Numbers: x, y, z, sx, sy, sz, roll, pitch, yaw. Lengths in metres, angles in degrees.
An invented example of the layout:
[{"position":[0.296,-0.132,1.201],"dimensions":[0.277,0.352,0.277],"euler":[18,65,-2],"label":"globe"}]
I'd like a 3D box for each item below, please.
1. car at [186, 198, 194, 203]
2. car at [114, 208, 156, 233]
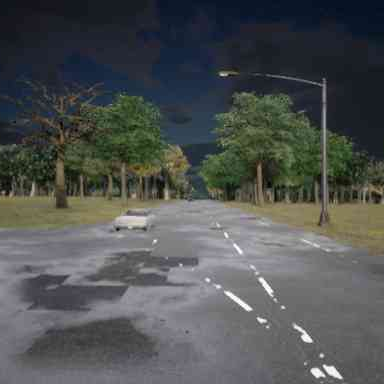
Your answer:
[{"position":[-0.559,2.316,93.757],"dimensions":[1.895,1.301,4.718],"euler":[0,-1,7],"label":"car"},{"position":[-3.390,1.683,20.472],"dimensions":[1.895,1.301,4.718],"euler":[1,-1,0],"label":"car"}]
